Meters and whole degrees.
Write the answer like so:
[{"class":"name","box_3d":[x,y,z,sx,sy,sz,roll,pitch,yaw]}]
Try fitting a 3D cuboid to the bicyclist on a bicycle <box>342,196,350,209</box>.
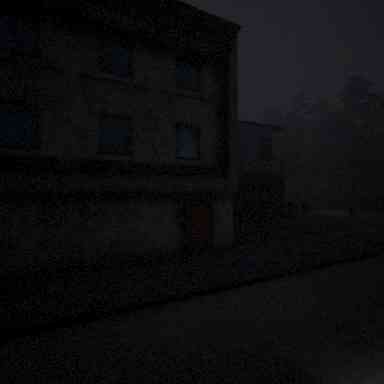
[{"class":"bicyclist on a bicycle","box_3d":[18.373,1.261,39.736,1.656,1.620,0.582,-1,0,-36]}]
